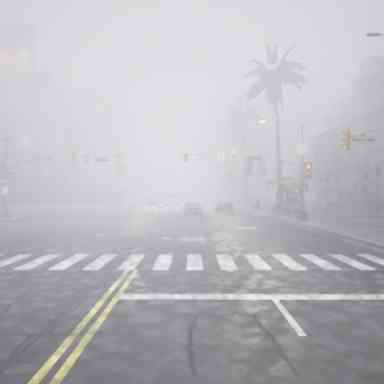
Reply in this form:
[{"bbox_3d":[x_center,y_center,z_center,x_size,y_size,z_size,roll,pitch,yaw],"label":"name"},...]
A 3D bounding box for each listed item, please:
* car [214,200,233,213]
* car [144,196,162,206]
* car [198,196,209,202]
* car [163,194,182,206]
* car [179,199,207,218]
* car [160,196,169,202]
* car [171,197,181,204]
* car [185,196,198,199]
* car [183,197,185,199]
[{"bbox_3d":[3.619,1.623,38.559,1.882,1.535,5.008,0,0,0],"label":"car"},{"bbox_3d":[-7.012,1.572,58.250,2.097,1.767,4.553,0,0,1],"label":"car"},{"bbox_3d":[3.352,1.883,88.543,1.994,1.385,4.181,0,0,-4],"label":"car"},{"bbox_3d":[-3.499,1.446,59.449,2.150,2.045,5.566,0,0,1],"label":"car"},{"bbox_3d":[0.115,1.668,31.906,2.033,1.411,5.357,0,0,0],"label":"car"},{"bbox_3d":[-7.047,1.832,85.716,1.812,1.442,4.674,0,0,0],"label":"car"},{"bbox_3d":[-3.465,1.796,72.151,1.812,1.442,4.674,0,0,0],"label":"car"},{"bbox_3d":[-0.110,1.851,87.828,1.812,1.442,4.674,0,0,-4],"label":"car"},{"bbox_3d":[-3.580,1.911,86.949,1.895,1.301,4.718,0,0,0],"label":"car"}]
